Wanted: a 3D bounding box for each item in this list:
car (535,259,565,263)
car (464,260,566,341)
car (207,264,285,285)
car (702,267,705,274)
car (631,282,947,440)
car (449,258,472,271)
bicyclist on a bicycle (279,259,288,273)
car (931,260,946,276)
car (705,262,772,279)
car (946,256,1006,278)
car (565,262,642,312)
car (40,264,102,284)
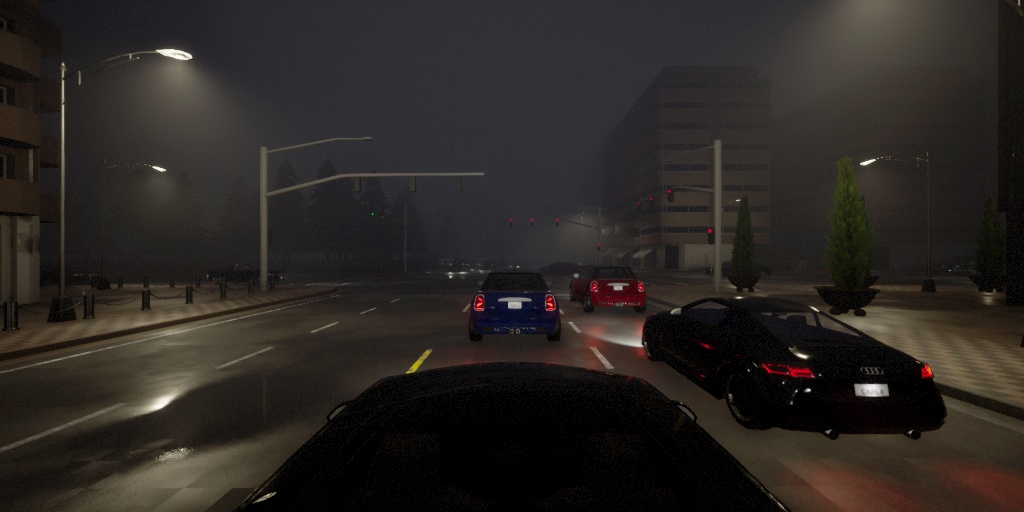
[{"bbox_3d":[4.131,1.288,33.058,4.674,1.442,1.812,0,0,0],"label":"car"},{"bbox_3d":[0.078,1.102,10.012,2.097,1.767,4.553,0,0,0],"label":"car"},{"bbox_3d":[-19.010,1.297,25.754,4.902,1.511,2.128,0,0,0],"label":"car"},{"bbox_3d":[22.078,1.310,36.638,4.892,1.490,1.837,0,0,0],"label":"car"},{"bbox_3d":[3.604,1.314,5.602,1.994,1.385,4.181,0,0,0],"label":"car"},{"bbox_3d":[-6.936,1.102,47.459,2.097,1.767,4.553,0,0,2],"label":"car"},{"bbox_3d":[-25.635,1.106,40.208,0.582,1.620,1.656,0,0,0],"label":"bicyclist on a bicycle"},{"bbox_3d":[46.249,1.029,36.705,5.566,2.045,2.150,0,0,0],"label":"car"},{"bbox_3d":[21.130,1.283,33.134,5.008,1.535,1.882,0,0,0],"label":"car"},{"bbox_3d":[44.561,1.028,33.209,5.566,2.045,2.150,0,0,0],"label":"car"},{"bbox_3d":[3.598,1.102,14.242,2.097,1.767,4.553,0,0,0],"label":"car"},{"bbox_3d":[-32.418,1.294,25.696,4.902,1.511,2.128,0,0,0],"label":"car"}]
